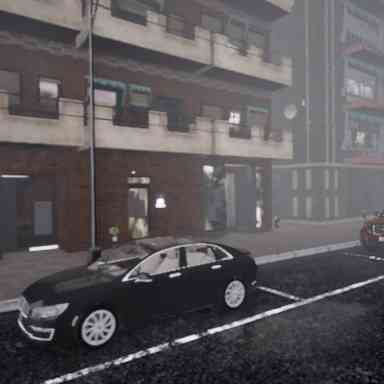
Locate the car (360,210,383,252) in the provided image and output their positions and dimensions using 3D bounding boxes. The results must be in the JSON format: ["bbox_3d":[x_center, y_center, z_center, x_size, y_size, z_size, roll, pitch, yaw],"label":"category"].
[{"bbox_3d":[8.429,1.257,12.588,5.009,1.841,2.192,0,-1,-35],"label":"car"}]

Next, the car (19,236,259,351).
[{"bbox_3d":[-0.690,1.539,6.080,4.403,1.369,2.008,0,-1,-35],"label":"car"}]
